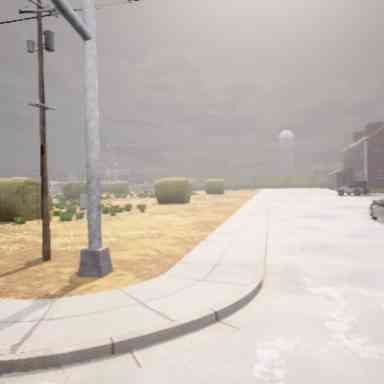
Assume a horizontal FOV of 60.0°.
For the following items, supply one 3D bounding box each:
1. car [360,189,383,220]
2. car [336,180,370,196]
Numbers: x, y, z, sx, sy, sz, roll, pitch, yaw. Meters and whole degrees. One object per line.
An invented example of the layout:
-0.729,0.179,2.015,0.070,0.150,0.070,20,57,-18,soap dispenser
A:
10.146,0.787,16.215,2.128,1.511,4.902,-1,2,13,car
20.585,-0.490,42.458,1.905,1.878,3.866,-9,3,-29,car
